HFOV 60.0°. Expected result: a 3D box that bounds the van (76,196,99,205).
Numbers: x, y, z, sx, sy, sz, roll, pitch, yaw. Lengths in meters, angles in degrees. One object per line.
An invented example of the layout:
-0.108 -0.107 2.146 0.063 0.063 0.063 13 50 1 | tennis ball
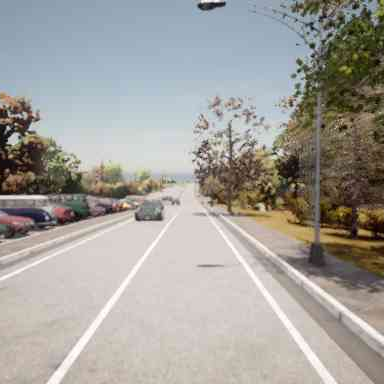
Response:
-23.488 1.940 74.821 4.442 1.987 1.878 0 -1 0 | van

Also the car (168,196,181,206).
-3.337 2.064 69.243 1.837 1.490 4.892 0 -1 0 | car

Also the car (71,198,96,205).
-23.402 2.139 72.045 4.792 1.488 2.163 0 -1 0 | car

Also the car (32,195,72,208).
-23.352 1.611 55.564 5.566 2.045 2.435 0 -1 0 | car

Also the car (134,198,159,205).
-10.106 2.164 74.769 5.366 1.575 1.946 0 -1 0 | car

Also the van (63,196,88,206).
-23.267 1.792 66.659 4.442 1.987 1.878 0 -1 0 | van

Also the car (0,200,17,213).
-23.386 1.673 38.940 4.674 1.452 2.002 0 -1 0 | car

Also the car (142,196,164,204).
-10.313 2.228 88.773 5.566 2.045 2.435 0 -1 0 | car

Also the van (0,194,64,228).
-10.202 1.214 19.401 4.442 1.987 1.878 0 0 0 | van

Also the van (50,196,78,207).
-23.494 1.713 61.103 4.442 1.987 1.878 0 -1 0 | van

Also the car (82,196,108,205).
-23.397 2.040 80.484 5.566 2.045 2.435 0 -1 0 | car

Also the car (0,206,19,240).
-10.291 1.482 13.848 4.792 1.488 2.163 0 0 0 | car

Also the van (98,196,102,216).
-10.197 1.254 27.713 4.442 1.987 1.878 0 -1 0 | van

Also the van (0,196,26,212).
-23.504 1.444 41.588 4.442 1.987 1.878 0 -1 0 | van

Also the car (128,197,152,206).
-10.327 1.892 66.572 4.553 1.767 2.185 0 -1 0 | car

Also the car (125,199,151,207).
-10.326 2.007 63.797 4.792 1.488 2.163 0 -1 0 | car

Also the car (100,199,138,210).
-10.311 1.749 47.142 4.892 1.521 2.231 0 -1 0 | car

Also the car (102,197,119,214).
-10.306 1.556 33.262 5.008 1.535 2.097 0 -1 0 | car

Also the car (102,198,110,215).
-10.316 1.558 30.485 4.674 1.452 2.002 0 -1 0 | car

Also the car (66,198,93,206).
-23.403 2.091 69.406 4.792 1.488 2.163 0 -1 0 | car

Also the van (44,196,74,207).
-23.262 1.675 58.333 4.442 1.987 1.878 0 -1 0 | van

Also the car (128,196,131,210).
-10.122 1.668 41.590 5.366 1.575 1.946 0 -1 0 | car

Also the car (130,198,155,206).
-10.288 2.063 69.349 4.892 1.521 2.231 0 -1 0 | car

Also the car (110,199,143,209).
-10.273 1.854 52.693 4.792 1.488 2.163 0 -1 0 | car

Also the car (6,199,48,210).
-23.379 1.748 47.250 5.008 1.535 2.097 0 -1 0 | car

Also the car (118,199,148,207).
-10.270 1.930 58.245 4.792 1.488 2.163 0 -1 0 | car

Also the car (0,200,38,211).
-23.389 1.748 44.355 4.674 1.452 2.002 0 -1 0 | car

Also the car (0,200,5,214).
-23.384 1.595 36.170 5.008 1.535 2.097 0 -1 0 | car

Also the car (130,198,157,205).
-10.478 2.110 72.117 5.366 1.575 1.946 0 -1 0 | car

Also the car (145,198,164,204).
-10.289 2.541 91.542 5.008 1.535 2.097 0 -1 0 | car

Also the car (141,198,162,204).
-10.472 2.413 85.992 5.366 1.575 1.946 0 -1 0 | car

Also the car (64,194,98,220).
-10.344 1.190 24.937 5.566 2.045 2.435 0 -1 0 | car

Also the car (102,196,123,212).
-10.279 1.469 36.040 4.553 1.767 2.185 0 -1 0 | car

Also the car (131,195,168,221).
-3.354 1.382 27.172 2.097 1.767 4.553 0 0 0 | car

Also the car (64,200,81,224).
-10.346 1.463 22.184 4.792 1.488 2.163 0 0 0 | car

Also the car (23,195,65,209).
-23.354 1.573 52.794 5.566 2.045 2.435 0 -1 0 | car

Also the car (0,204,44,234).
-10.322 1.486 16.625 4.674 1.452 2.002 0 0 0 | car

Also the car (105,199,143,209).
-10.118 1.783 49.917 5.366 1.575 1.946 0 -1 0 | car

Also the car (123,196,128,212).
-10.278 1.507 38.815 4.553 1.767 2.185 0 -1 0 | car

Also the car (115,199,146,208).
-10.272 1.892 55.469 4.792 1.488 2.163 0 -1 0 | car

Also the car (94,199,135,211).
-10.300 1.711 44.366 4.892 1.521 2.231 0 -1 0 | car
